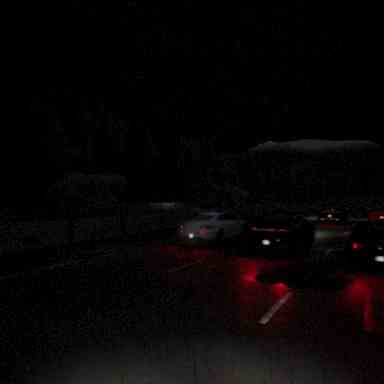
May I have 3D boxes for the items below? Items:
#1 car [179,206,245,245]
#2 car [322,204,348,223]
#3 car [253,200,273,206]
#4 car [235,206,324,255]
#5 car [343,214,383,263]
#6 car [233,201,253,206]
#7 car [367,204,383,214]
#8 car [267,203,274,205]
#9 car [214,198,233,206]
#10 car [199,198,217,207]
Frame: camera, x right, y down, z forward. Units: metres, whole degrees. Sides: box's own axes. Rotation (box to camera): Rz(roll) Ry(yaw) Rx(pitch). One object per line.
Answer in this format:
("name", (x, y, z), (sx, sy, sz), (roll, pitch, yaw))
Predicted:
("car", (1.126, 1.623, 16.103), (1.812, 1.442, 4.674), (0, 0, 30))
("car", (11.919, 1.727, 27.923), (1.882, 1.535, 5.008), (0, -1, 30))
("car", (12.849, 2.175, 57.958), (2.097, 1.767, 4.553), (0, -2, 30))
("car", (3.815, 1.569, 13.768), (2.128, 1.511, 4.902), (0, -1, 30))
("car", (6.559, 1.658, 11.525), (1.895, 1.301, 4.718), (0, -1, 30))
("car", (9.775, 2.328, 59.628), (2.128, 1.511, 4.902), (0, -1, 30))
("car", (14.952, 1.711, 26.175), (1.882, 1.535, 5.008), (0, -1, 30))
("car", (7.947, 1.842, 28.057), (1.895, 1.301, 4.718), (0, -1, 30))
("car", (6.606, 2.338, 61.119), (2.128, 1.511, 4.902), (0, -2, 30))
("car", (3.379, 2.073, 62.503), (2.150, 2.045, 5.566), (0, -2, 30))
